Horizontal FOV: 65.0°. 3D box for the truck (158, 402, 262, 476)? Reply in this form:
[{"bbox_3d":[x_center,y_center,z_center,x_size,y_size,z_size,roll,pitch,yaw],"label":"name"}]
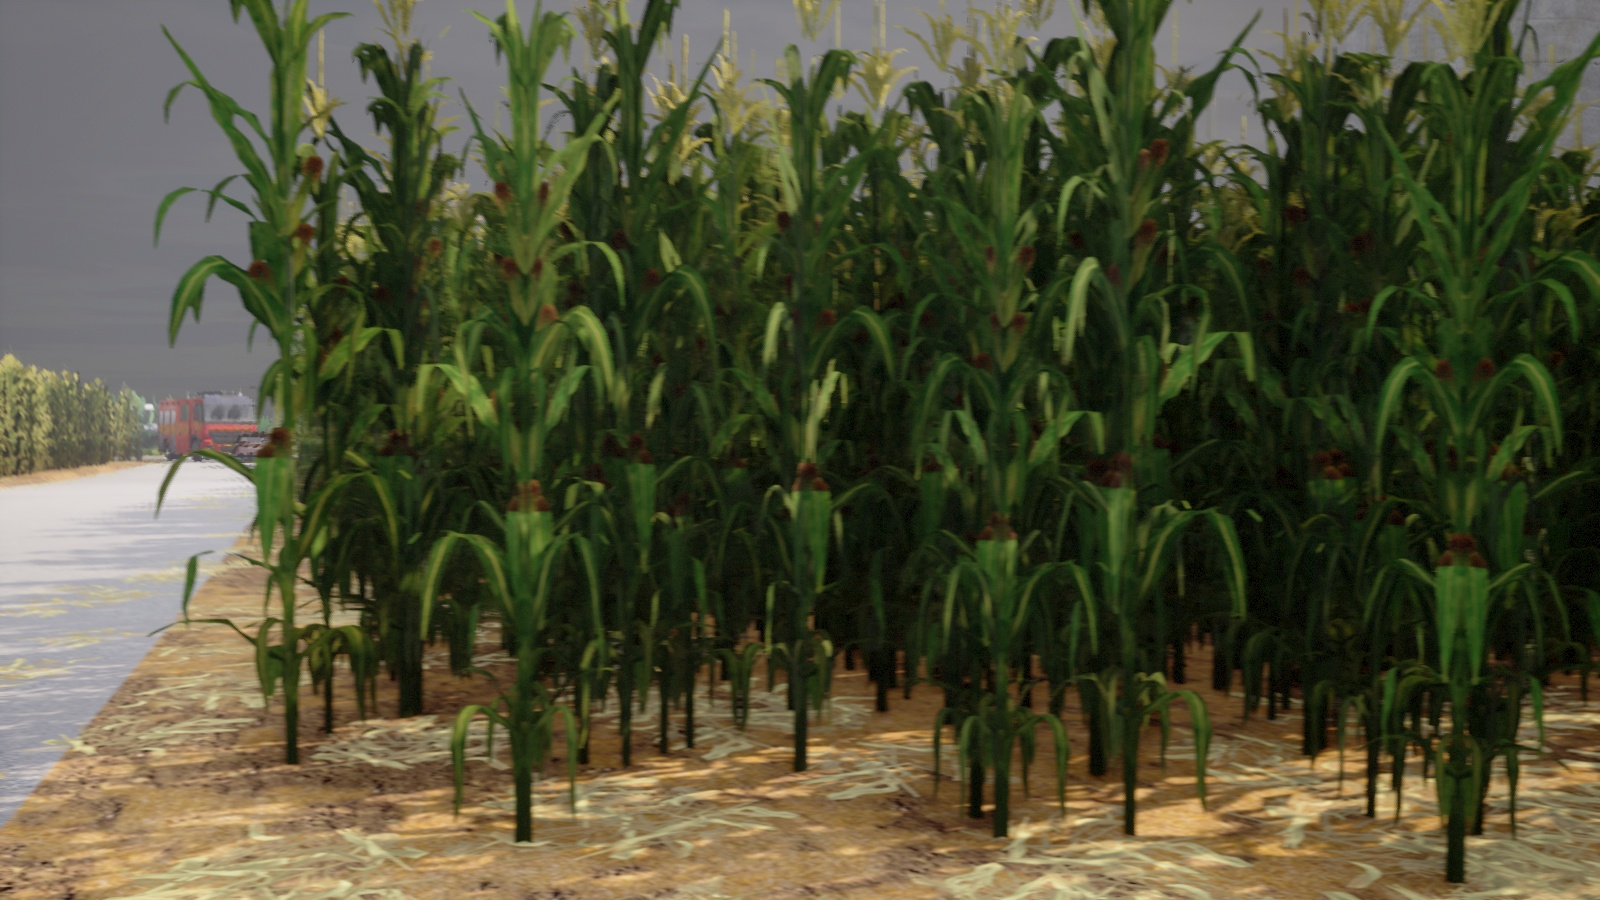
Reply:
[{"bbox_3d":[-32.654,-0.587,69.315,2.891,3.827,8.468,-2,1,-41],"label":"truck"}]

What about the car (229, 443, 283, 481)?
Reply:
[{"bbox_3d":[-25.349,0.528,58.613,2.033,1.649,4.856,-2,1,-21],"label":"car"}]
